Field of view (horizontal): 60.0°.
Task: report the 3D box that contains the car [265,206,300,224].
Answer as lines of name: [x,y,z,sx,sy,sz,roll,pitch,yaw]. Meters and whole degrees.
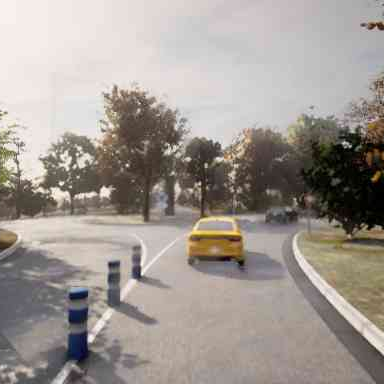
car: [8.974,2.149,32.707,2.097,1.767,4.553,-1,-2,35]

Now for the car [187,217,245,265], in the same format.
car: [0.983,1.700,12.623,1.882,1.535,5.008,0,-2,7]
